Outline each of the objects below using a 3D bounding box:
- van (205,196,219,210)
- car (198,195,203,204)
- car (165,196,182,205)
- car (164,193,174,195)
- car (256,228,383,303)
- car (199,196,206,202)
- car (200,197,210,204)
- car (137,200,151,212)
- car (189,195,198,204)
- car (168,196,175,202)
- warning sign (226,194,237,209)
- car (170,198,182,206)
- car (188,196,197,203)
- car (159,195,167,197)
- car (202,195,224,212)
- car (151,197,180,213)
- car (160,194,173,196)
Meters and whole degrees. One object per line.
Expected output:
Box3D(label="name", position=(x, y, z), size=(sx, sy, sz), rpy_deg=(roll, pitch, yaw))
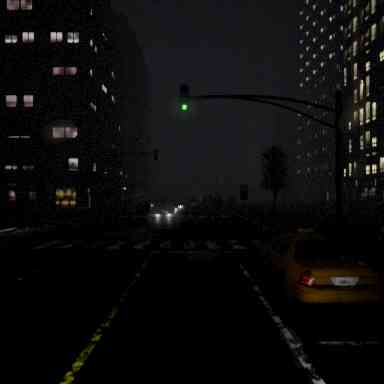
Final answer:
Box3D(label="van", position=(2.764, 1.487, 45.949), size=(1.690, 1.788, 3.998), rpy_deg=(0, 0, 0))
Box3D(label="car", position=(2.792, 1.529, 62.529), size=(2.192, 1.841, 5.009), rpy_deg=(0, 0, 0))
Box3D(label="car", position=(-3.010, 1.722, 49.129), size=(1.994, 1.385, 4.181), rpy_deg=(0, 0, 0))
Box3D(label="car", position=(-5.559, 1.728, 79.123), size=(1.967, 1.590, 4.097), rpy_deg=(0, 0, 0))
Box3D(label="car", position=(2.701, 1.548, 8.180), size=(1.752, 1.417, 4.829), rpy_deg=(0, 0, 0))
Box3D(label="car", position=(2.841, 1.866, 90.332), size=(1.752, 1.417, 4.829), rpy_deg=(0, 0, 0))
Box3D(label="car", position=(2.812, 1.808, 73.582), size=(1.887, 1.381, 4.507), rpy_deg=(0, 0, 0))
Box3D(label="car", position=(-5.624, 1.676, 40.437), size=(2.008, 1.369, 4.403), rpy_deg=(0, 0, 0))
Box3D(label="car", position=(0.222, 1.750, 69.515), size=(1.837, 1.490, 4.892), rpy_deg=(0, 0, 0))
Box3D(label="car", position=(-5.540, 1.865, 90.006), size=(1.752, 1.417, 4.829), rpy_deg=(0, 0, 0))
Box3D(label="warning sign", position=(5.147, 1.252, 43.677), size=(1.300, 1.860, 1.060), rpy_deg=(0, 0, 0))
Box3D(label="car", position=(-2.955, 1.813, 62.132), size=(1.895, 1.301, 4.718), rpy_deg=(0, 0, 1))
Box3D(label="car", position=(0.136, 1.816, 79.673), size=(2.128, 1.511, 4.902), rpy_deg=(0, 0, 0))
Box3D(label="car", position=(-5.596, 1.741, 57.016), size=(2.008, 1.369, 4.403), rpy_deg=(0, 0, 0))
Box3D(label="car", position=(2.755, 1.440, 40.424), size=(2.192, 1.841, 5.009), rpy_deg=(0, 0, 0))
Box3D(label="car", position=(-3.001, 1.667, 38.833), size=(2.033, 1.411, 5.357), rpy_deg=(0, 0, 3))
Box3D(label="car", position=(-5.578, 1.679, 68.070), size=(1.967, 1.590, 4.097), rpy_deg=(0, 0, 0))
